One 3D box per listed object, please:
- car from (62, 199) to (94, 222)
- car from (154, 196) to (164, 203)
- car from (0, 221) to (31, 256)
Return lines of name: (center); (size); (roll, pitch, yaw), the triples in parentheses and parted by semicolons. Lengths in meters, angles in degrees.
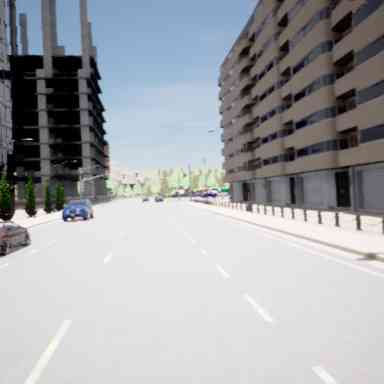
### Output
car: (-11.273, 1.787, 33.167); (2.150, 2.045, 5.566); (-3, 0, -7)
car: (-8.272, 1.913, 85.427); (2.033, 1.411, 5.357); (-3, 0, -8)
car: (-8.854, 2.016, 14.894); (1.994, 1.385, 4.181); (-3, 0, -8)
